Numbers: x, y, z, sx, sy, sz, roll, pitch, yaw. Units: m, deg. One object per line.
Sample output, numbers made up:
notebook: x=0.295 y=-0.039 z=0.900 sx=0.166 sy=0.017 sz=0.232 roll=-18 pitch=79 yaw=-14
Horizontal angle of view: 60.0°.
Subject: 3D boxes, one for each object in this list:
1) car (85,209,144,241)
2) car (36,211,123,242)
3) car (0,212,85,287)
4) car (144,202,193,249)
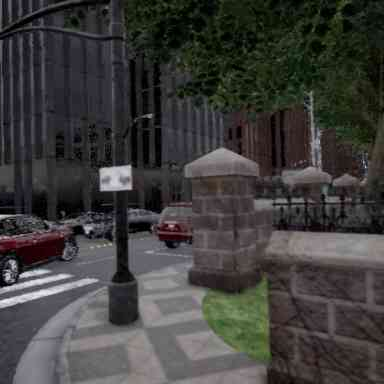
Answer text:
car: x=-3.616 y=1.669 z=17.945 sx=2.128 sy=1.511 sz=4.902 roll=-2 pitch=-1 yaw=35
car: x=-6.247 y=1.827 z=18.850 sx=1.947 sy=1.339 sz=4.313 roll=-2 pitch=-1 yaw=36
car: x=-5.210 y=1.429 z=9.716 sx=2.097 sy=1.767 sz=4.553 roll=-1 pitch=-1 yaw=6
car: x=0.660 y=1.308 z=13.874 sx=2.192 sy=1.841 sz=5.009 roll=-2 pitch=-1 yaw=36
